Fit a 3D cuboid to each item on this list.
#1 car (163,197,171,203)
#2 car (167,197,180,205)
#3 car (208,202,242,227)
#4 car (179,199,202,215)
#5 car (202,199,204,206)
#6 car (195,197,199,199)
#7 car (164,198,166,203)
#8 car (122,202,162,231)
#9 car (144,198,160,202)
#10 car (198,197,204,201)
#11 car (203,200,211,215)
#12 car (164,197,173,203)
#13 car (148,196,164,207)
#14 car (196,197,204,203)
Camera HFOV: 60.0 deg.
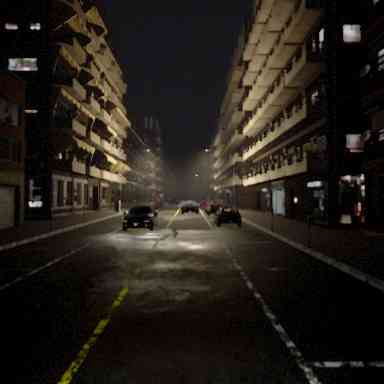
[{"bbox_3d":[-6.347,2.061,84.902,1.752,1.417,4.829,1,0,0],"label":"car"},{"bbox_3d":[-3.545,1.908,68.237,1.882,1.535,5.008,0,-1,0],"label":"car"},{"bbox_3d":[2.515,1.700,23.818,2.008,1.369,4.403,1,0,0],"label":"car"},{"bbox_3d":[-0.209,1.837,37.637,1.895,1.301,4.718,0,0,0],"label":"car"},{"bbox_3d":[2.383,1.836,40.531,1.802,1.307,4.206,1,0,0],"label":"car"},{"bbox_3d":[-0.368,1.848,47.804,2.033,1.411,5.357,0,0,0],"label":"car"},{"bbox_3d":[-6.125,1.676,57.219,2.192,1.841,5.009,1,0,0],"label":"car"},{"bbox_3d":[-3.268,1.642,21.611,1.837,1.490,4.892,0,0,-1],"label":"car"},{"bbox_3d":[-6.041,1.857,46.076,1.947,1.339,4.313,1,0,0],"label":"car"},{"bbox_3d":[2.251,1.942,57.243,1.802,1.307,4.206,1,0,0],"label":"car"},{"bbox_3d":[2.426,1.746,35.130,1.752,1.417,4.829,1,0,0],"label":"car"},{"bbox_3d":[-6.393,2.138,90.642,1.947,1.339,4.313,1,0,0],"label":"car"},{"bbox_3d":[-6.081,1.641,51.647,2.192,1.841,5.009,1,0,0],"label":"car"},{"bbox_3d":[2.038,2.062,85.268,1.752,1.417,4.829,1,0,0],"label":"car"}]
